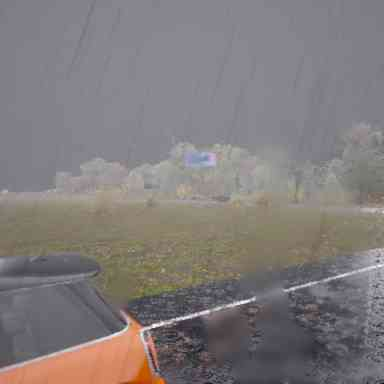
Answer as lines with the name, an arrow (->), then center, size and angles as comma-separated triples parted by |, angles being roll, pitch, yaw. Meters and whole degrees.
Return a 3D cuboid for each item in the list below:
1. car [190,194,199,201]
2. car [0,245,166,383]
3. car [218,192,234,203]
car -> 1.322, 1.248, 73.520 | 2.128, 1.511, 4.902 | 0, 0, -34
car -> -2.463, 1.352, 2.119 | 4.553, 1.767, 2.097 | 0, 0, -36
car -> 6.111, 1.070, 66.400 | 2.150, 2.045, 5.566 | 0, -1, -33
